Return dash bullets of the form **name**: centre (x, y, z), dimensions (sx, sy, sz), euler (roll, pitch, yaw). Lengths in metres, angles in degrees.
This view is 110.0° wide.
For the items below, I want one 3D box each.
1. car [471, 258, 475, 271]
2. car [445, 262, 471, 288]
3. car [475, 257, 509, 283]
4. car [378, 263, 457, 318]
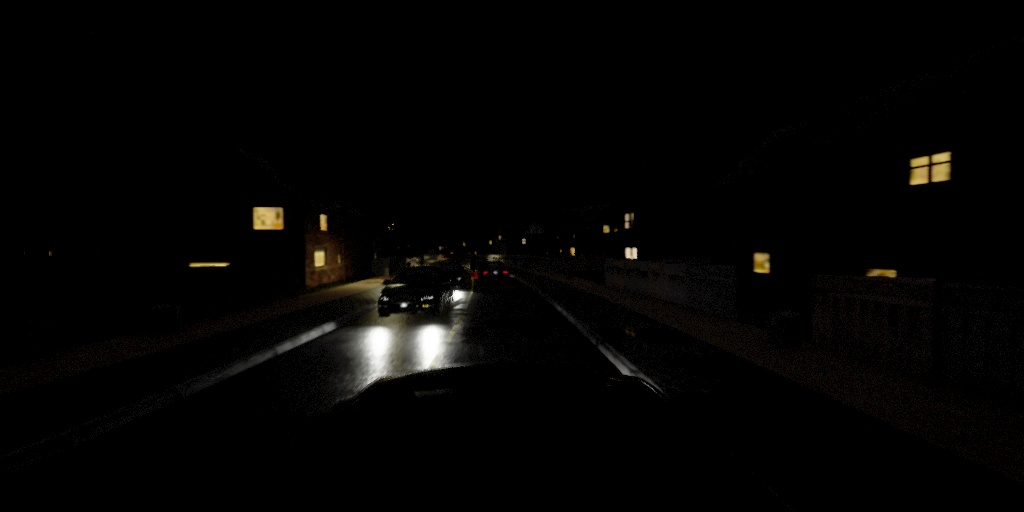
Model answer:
- **car**: centre (-3.559, 0.882, 39.543), dimensions (1.812, 1.442, 4.674), euler (-1, 1, -11)
- **car**: centre (-3.742, 1.094, 21.686), dimensions (2.033, 1.411, 5.357), euler (-1, 1, -6)
- **car**: centre (-1.303, 1.040, 24.590), dimensions (2.033, 1.411, 5.357), euler (-1, 1, -7)
- **car**: centre (-3.226, 1.149, 12.660), dimensions (1.837, 1.490, 4.892), euler (0, 0, -3)
